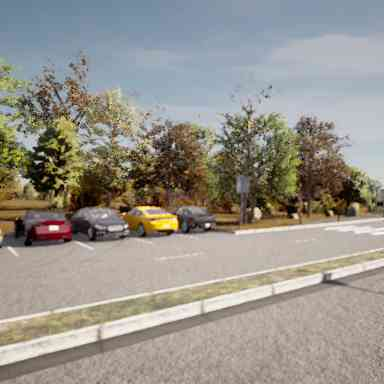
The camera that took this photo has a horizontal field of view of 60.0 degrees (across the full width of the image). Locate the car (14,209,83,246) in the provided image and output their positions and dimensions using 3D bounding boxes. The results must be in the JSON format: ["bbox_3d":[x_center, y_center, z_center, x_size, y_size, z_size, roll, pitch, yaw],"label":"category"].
[{"bbox_3d":[-7.252,1.590,16.101,2.163,1.488,4.792,1,0,-35],"label":"car"}]

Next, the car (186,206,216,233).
[{"bbox_3d":[-0.507,1.618,20.866,2.231,1.521,4.892,0,0,-35],"label":"car"}]

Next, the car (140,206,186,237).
[{"bbox_3d":[-2.751,1.600,19.268,2.097,1.535,5.008,1,0,-35],"label":"car"}]

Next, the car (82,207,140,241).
[{"bbox_3d":[-4.999,1.581,17.679,2.231,1.521,4.892,1,0,-35],"label":"car"}]

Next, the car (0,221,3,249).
[{"bbox_3d":[-9.375,1.530,14.324,1.946,1.575,5.366,1,0,-35],"label":"car"}]
